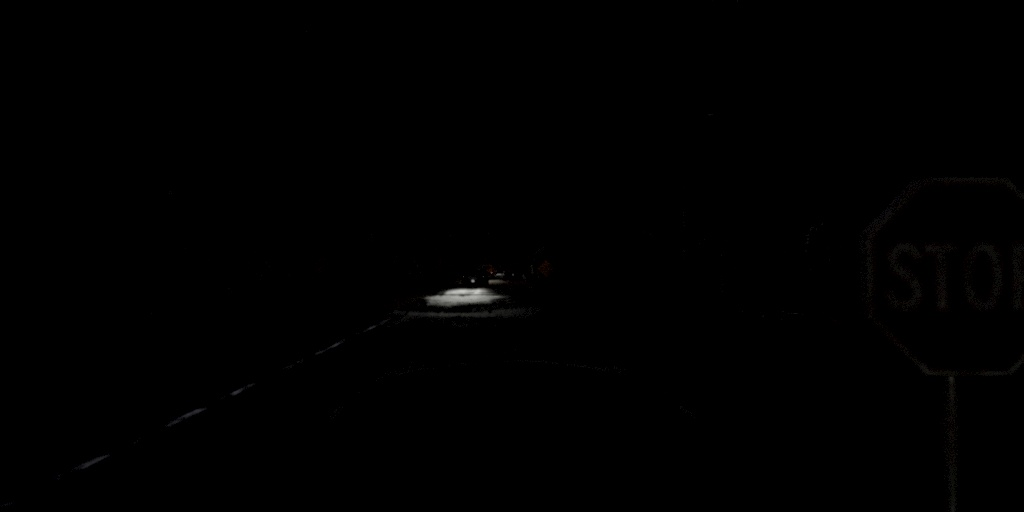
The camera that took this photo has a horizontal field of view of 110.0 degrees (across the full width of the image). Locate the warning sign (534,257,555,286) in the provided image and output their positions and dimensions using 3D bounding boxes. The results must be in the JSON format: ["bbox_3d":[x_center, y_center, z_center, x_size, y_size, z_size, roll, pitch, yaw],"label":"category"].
[{"bbox_3d":[2.460,1.168,25.799,1.300,1.860,1.060,0,0,0],"label":"warning sign"}]

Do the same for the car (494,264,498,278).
[{"bbox_3d":[-2.835,1.690,39.076,1.882,1.535,5.008,0,-1,0],"label":"car"}]

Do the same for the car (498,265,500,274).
[{"bbox_3d":[-2.798,1.886,54.065,1.837,1.490,4.892,0,-1,0],"label":"car"}]

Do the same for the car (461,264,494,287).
[{"bbox_3d":[-2.837,1.576,28.479,2.128,1.511,4.902,0,-1,0],"label":"car"}]

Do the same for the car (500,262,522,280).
[{"bbox_3d":[0.116,1.693,38.158,2.128,1.511,4.902,0,-1,0],"label":"car"}]
